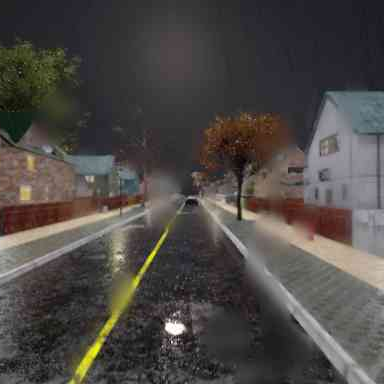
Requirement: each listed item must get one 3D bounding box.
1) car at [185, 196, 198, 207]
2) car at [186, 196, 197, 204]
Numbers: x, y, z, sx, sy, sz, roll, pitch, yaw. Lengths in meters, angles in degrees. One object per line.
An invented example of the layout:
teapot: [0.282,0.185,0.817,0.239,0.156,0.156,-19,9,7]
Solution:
car: [-0.057,1.372,48.973,1.882,1.535,5.008,0,0,0]
car: [-0.069,1.411,59.362,1.812,1.442,4.674,0,0,0]
